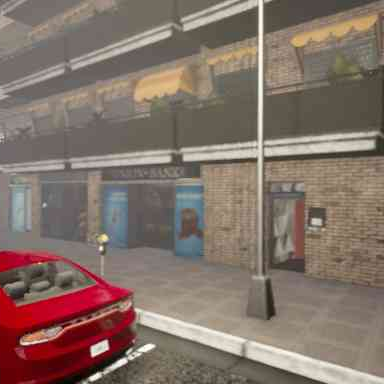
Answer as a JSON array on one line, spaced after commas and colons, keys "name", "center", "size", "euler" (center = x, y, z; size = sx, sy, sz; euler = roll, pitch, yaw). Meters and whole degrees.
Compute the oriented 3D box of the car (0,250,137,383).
[{"name": "car", "center": [-2.810, 1.545, 4.881], "size": [4.507, 1.381, 1.887], "euler": [0, 0, 36]}]
